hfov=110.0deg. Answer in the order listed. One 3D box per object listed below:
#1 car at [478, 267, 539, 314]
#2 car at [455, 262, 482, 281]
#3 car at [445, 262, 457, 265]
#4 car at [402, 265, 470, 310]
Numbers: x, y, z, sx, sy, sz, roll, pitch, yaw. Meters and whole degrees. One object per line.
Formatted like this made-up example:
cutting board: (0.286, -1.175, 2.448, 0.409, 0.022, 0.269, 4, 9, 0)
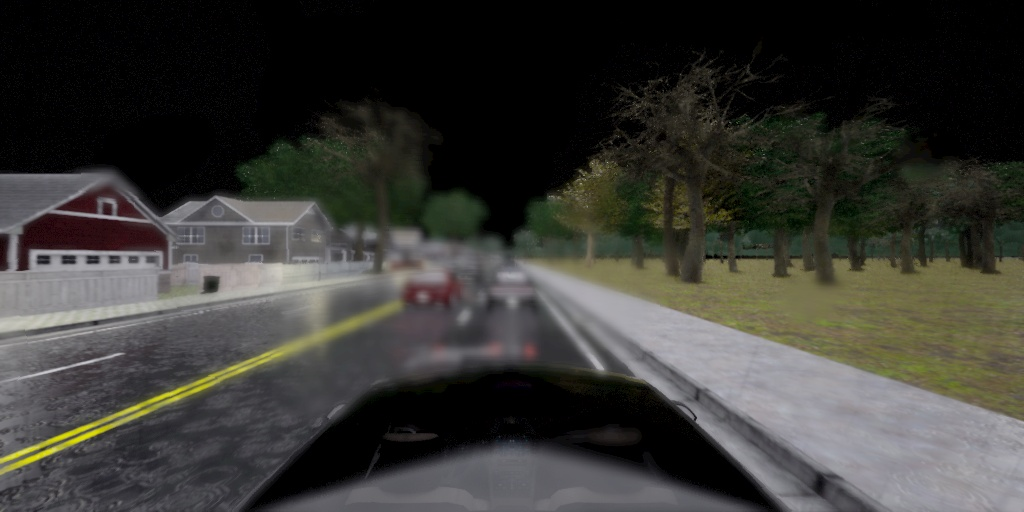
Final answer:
car: (0.045, 1.339, 14.259, 2.128, 1.511, 4.902, 0, 0, 1)
car: (-3.205, 1.469, 29.315, 1.837, 1.490, 4.892, 0, 0, 1)
car: (-9.810, 1.679, 58.664, 2.128, 1.511, 4.902, 0, 0, 0)
car: (-3.196, 1.333, 15.419, 1.882, 1.535, 5.008, 0, 0, 0)
